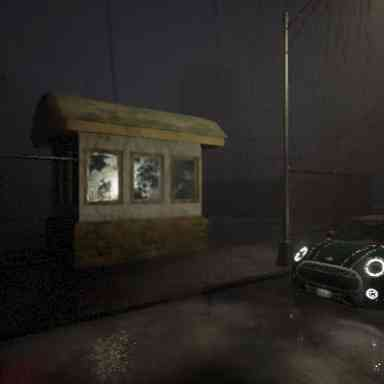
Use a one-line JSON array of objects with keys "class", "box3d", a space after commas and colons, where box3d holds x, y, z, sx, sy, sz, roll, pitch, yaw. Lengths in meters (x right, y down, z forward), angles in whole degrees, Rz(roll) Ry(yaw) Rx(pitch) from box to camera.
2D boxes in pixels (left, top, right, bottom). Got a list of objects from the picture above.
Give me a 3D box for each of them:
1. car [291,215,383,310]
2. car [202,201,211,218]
[{"class": "car", "box3d": [4.370, 1.348, 7.694, 4.553, 1.767, 2.097, 0, 0, -35]}, {"class": "car", "box3d": [-0.446, 1.412, 26.823, 4.193, 1.474, 1.816, 0, 0, -36]}]
